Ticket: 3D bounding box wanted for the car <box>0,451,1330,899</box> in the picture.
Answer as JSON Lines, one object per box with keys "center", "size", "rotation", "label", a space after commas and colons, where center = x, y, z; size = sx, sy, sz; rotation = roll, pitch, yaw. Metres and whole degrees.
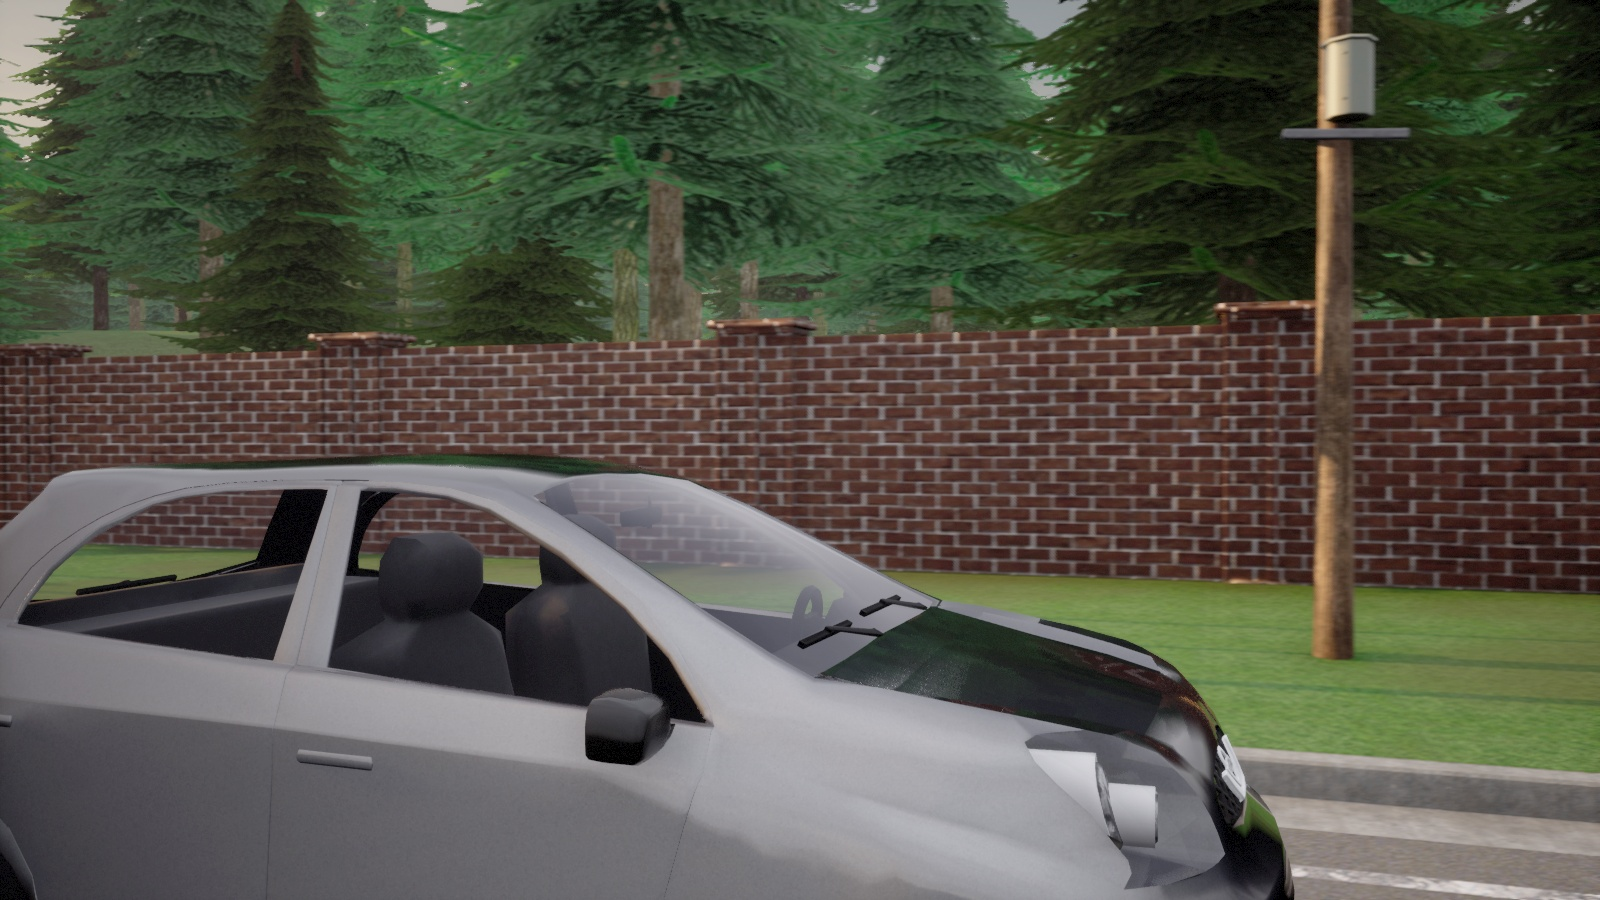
{"center": [-0.614, 0.784, 3.400], "size": [3.633, 1.501, 1.845], "rotation": [1, 1, 19], "label": "car"}
